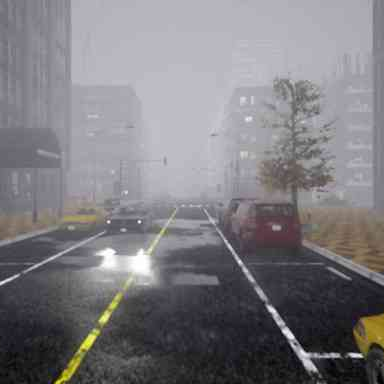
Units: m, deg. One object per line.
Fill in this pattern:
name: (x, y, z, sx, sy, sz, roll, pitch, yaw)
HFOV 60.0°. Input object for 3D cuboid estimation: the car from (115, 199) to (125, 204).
car: (-5.757, 1.216, 23.953, 1.967, 1.590, 4.097, 1, 1, 0)

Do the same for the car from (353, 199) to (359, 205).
car: (26.076, 1.460, 57.137, 4.829, 1.417, 1.752, 1, -1, -1)

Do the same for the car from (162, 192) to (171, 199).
car: (-5.933, 0.816, 78.525, 1.887, 1.381, 4.507, 1, 1, 0)

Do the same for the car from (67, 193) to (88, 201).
car: (-17.406, 0.810, 48.315, 4.507, 1.381, 1.887, 1, -1, -1)

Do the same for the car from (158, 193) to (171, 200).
car: (-5.897, 0.899, 67.308, 1.752, 1.417, 4.829, 1, 1, 0)

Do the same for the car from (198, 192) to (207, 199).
car: (2.465, 0.865, 73.014, 1.887, 1.381, 4.507, 1, 1, 0)

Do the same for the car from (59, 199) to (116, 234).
car: (-5.740, 1.354, 18.225, 1.752, 1.417, 4.829, 1, 1, 0)

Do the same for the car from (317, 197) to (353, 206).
car: (20.692, 1.288, 48.765, 4.097, 1.590, 1.967, 1, -1, -1)

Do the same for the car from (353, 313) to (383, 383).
car: (2.694, 1.505, 1.913, 1.752, 1.417, 4.829, 1, 1, 0)

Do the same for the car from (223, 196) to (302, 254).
car: (2.660, 1.193, 12.859, 2.192, 1.841, 5.009, 1, 1, 0)

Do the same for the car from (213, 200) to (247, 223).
car: (2.622, 1.318, 23.980, 1.887, 1.381, 4.507, 1, 1, 0)

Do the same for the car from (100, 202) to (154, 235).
car: (-3.155, 1.435, 17.572, 1.895, 1.301, 4.718, 0, 1, 0)

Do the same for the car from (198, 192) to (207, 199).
car: (2.449, 0.709, 78.537, 1.967, 1.590, 4.097, 1, 1, 0)

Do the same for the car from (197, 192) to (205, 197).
car: (2.412, 0.750, 89.584, 1.802, 1.307, 4.206, 1, 1, 0)

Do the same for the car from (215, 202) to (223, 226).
car: (2.642, 1.141, 18.418, 2.192, 1.841, 5.009, 1, 1, 0)
